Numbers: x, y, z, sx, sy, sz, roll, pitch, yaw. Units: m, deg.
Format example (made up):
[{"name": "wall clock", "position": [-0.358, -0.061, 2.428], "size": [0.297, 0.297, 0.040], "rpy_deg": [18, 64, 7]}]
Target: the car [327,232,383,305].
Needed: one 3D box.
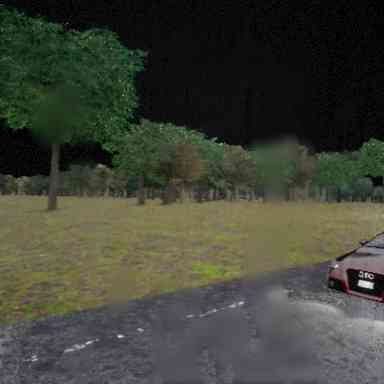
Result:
[{"name": "car", "position": [4.942, 1.589, 7.511], "size": [4.181, 1.385, 1.994], "rpy_deg": [0, 0, -35]}]
